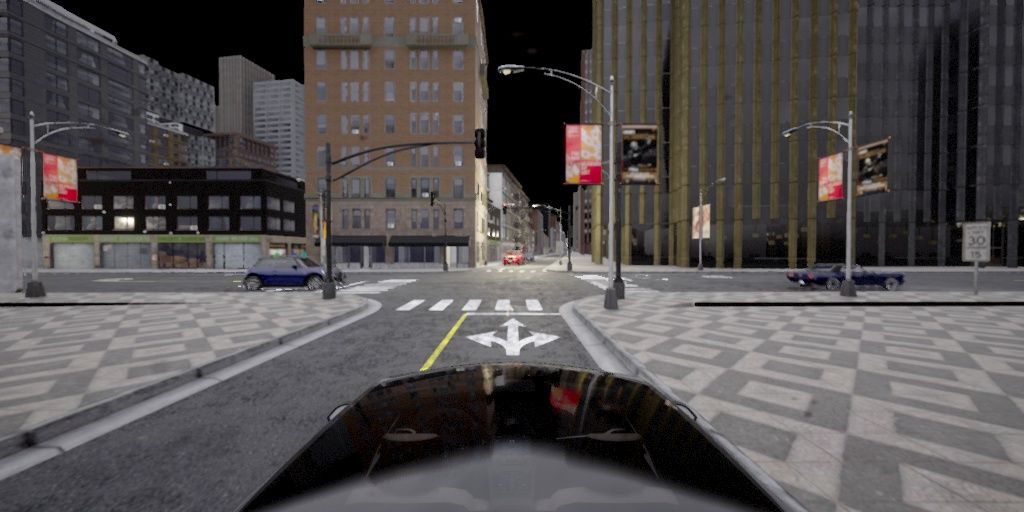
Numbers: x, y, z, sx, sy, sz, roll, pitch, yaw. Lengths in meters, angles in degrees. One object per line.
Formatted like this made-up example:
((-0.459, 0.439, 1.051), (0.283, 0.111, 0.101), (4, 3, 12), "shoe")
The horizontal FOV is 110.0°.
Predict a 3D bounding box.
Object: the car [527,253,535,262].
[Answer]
((2.717, 0.189, 62.087), (2.097, 1.767, 4.553), (0, 1, 10), "car")

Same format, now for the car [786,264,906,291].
((17.217, 1.054, 18.577), (4.718, 1.301, 1.895), (0, 1, 0), "car")

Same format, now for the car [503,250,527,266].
((0.251, 0.267, 47.574), (2.150, 2.045, 5.566), (0, 1, 10), "car")

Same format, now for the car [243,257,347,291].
((-11.083, 0.829, 18.561), (4.553, 1.767, 2.097), (0, 1, 0), "car")
